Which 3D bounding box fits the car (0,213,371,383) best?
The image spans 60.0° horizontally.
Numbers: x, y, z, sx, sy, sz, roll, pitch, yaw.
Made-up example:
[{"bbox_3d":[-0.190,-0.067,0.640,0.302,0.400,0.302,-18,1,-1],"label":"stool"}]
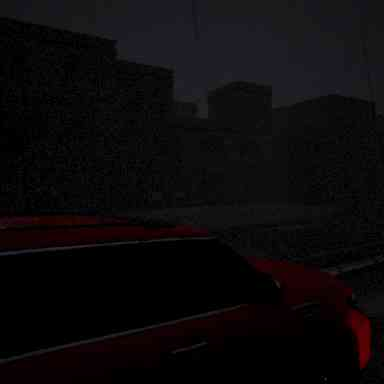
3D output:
[{"bbox_3d":[-0.698,1.216,2.941,5.566,2.045,2.150,0,0,-36],"label":"car"}]
